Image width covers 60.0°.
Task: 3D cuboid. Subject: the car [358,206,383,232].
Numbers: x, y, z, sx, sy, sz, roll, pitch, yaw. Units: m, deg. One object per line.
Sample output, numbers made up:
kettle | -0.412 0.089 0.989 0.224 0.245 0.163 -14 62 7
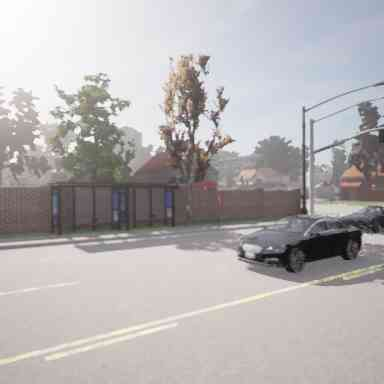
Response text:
car | 11.389 1.606 20.622 5.357 1.411 2.033 0 0 -35

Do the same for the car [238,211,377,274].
car | 3.648 1.538 10.884 4.902 1.511 2.128 0 0 -35
